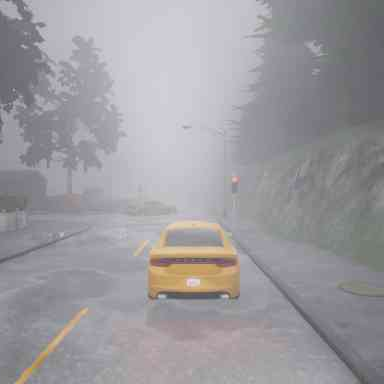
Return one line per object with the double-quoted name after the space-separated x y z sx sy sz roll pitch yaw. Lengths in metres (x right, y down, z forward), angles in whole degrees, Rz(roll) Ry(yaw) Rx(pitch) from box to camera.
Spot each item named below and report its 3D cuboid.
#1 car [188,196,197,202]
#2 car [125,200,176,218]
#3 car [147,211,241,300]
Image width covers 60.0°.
0.017 1.507 71.017 1.895 1.301 4.718 0 0 0 "car"
-3.736 1.477 30.834 5.008 1.535 1.882 0 1 -38 "car"
0.050 1.478 8.484 1.882 1.535 5.008 0 0 1 "car"
